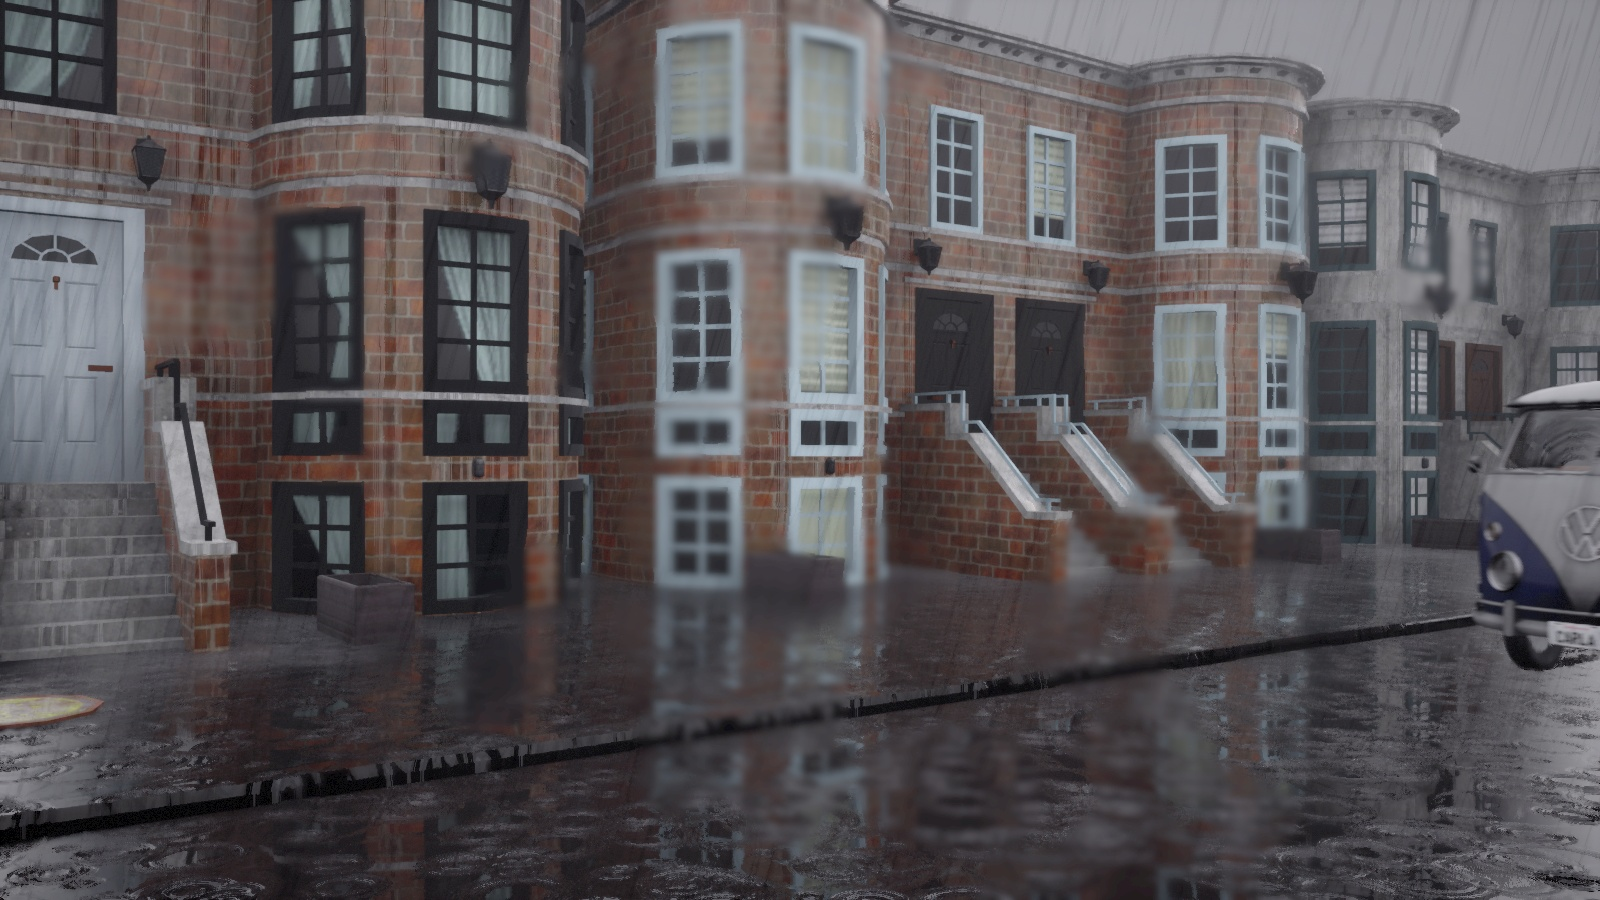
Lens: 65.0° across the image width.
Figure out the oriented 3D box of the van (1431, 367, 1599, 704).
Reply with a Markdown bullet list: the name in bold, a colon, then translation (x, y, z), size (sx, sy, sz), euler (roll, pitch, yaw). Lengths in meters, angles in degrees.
- **van**: translation (6.472, 0.506, 8.777), size (4.442, 1.987, 1.775), euler (0, 0, -35)
